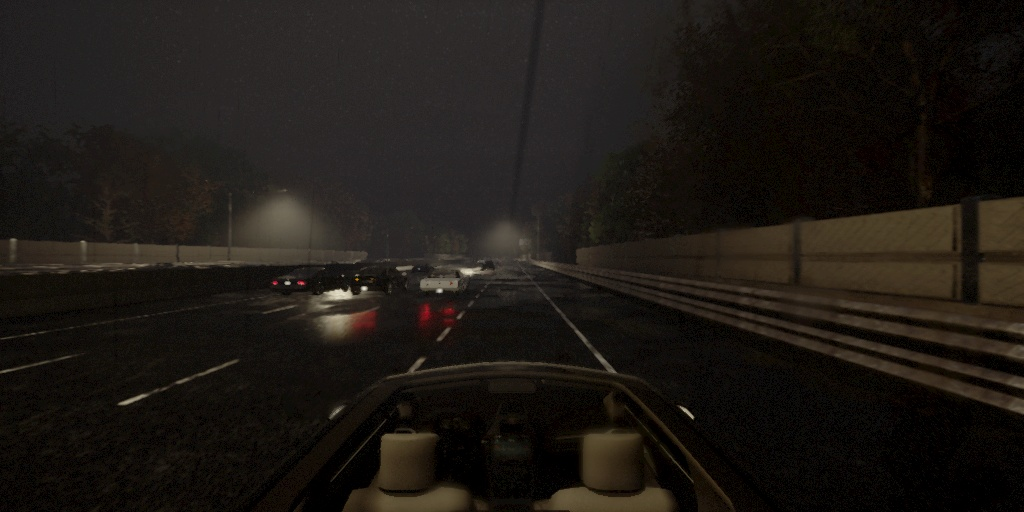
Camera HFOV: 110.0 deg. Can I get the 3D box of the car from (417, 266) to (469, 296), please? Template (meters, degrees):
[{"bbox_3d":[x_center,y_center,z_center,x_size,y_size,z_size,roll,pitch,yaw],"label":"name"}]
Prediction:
[{"bbox_3d":[-3.502,1.404,19.569,1.895,1.301,4.718,0,0,0],"label":"car"}]

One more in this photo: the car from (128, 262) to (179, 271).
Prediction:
[{"bbox_3d":[-28.037,1.270,28.843,2.128,1.511,4.902,0,0,0],"label":"car"}]

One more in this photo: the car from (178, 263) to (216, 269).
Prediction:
[{"bbox_3d":[-24.533,1.391,29.927,1.895,1.301,4.718,0,0,0],"label":"car"}]

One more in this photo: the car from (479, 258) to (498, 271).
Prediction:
[{"bbox_3d":[-3.513,1.430,54.695,1.837,1.490,4.892,0,0,0],"label":"car"}]

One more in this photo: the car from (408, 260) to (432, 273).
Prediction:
[{"bbox_3d":[-10.506,1.430,42.530,1.994,1.385,4.181,0,0,0],"label":"car"}]

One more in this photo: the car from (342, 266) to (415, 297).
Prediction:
[{"bbox_3d":[-7.004,1.301,19.414,1.837,1.490,4.892,0,0,0],"label":"car"}]

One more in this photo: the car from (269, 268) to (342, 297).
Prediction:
[{"bbox_3d":[-10.500,1.333,19.285,2.033,1.411,5.357,0,0,0],"label":"car"}]

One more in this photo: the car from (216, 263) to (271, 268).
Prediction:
[{"bbox_3d":[-21.041,1.321,29.193,1.812,1.442,4.674,0,0,1],"label":"car"}]
